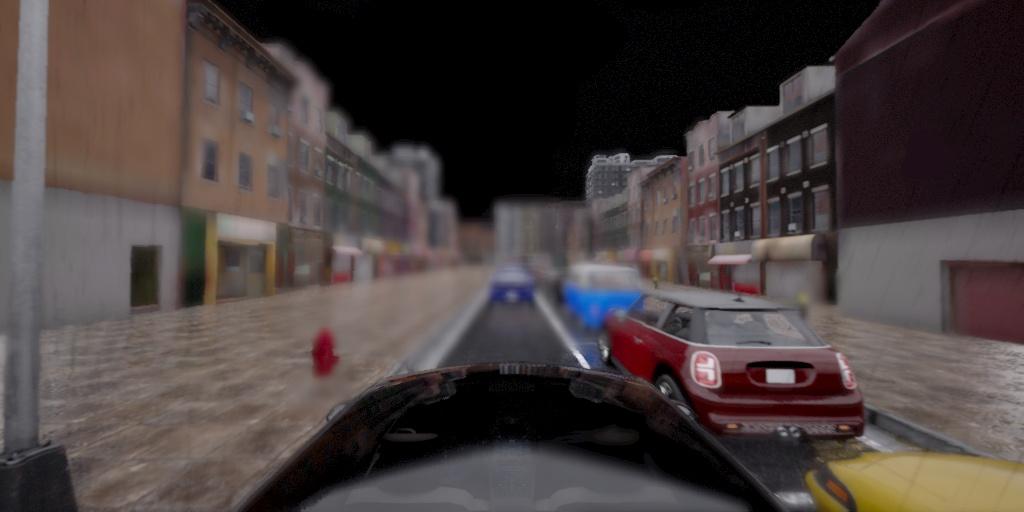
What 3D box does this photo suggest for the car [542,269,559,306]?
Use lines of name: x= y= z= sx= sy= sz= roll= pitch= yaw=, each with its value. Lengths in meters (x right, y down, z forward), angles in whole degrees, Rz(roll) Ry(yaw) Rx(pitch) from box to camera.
car: x=2.642 y=1.477 z=16.477 sx=1.948 sy=1.339 sz=4.313 roll=0 pitch=0 yaw=0

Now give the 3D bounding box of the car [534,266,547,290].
car: x=2.643 y=1.525 z=21.979 sx=2.007 sy=1.370 sz=4.403 roll=0 pitch=0 yaw=0

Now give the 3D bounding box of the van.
van: x=2.642 y=1.191 z=10.973 sx=1.690 sy=1.789 sz=3.998 roll=0 pitch=0 yaw=0

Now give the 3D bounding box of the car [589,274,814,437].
car: x=2.641 y=1.230 z=5.471 sx=1.967 sy=1.591 sz=4.097 roll=0 pitch=0 yaw=0

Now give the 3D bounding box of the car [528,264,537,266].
car: x=2.644 y=1.685 z=32.986 sx=1.802 sy=1.307 sz=4.207 roll=0 pitch=0 yaw=0

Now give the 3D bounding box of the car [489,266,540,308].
car: x=0.030 y=1.384 z=16.110 sx=1.882 sy=1.535 sz=5.008 roll=0 pitch=0 yaw=0

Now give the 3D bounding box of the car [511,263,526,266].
car: x=0.032 y=1.558 z=31.101 sx=1.882 sy=1.535 sz=5.008 roll=0 pitch=0 yaw=0

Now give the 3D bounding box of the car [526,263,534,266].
car: x=2.644 y=1.750 z=38.489 sx=1.802 sy=1.307 sz=4.207 roll=0 pitch=0 yaw=0

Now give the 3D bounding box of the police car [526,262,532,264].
police car: x=2.757 y=1.778 z=53.545 sx=1.930 sy=1.638 sz=5.238 roll=0 pitch=-1 yaw=0

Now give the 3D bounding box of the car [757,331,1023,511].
car: x=2.641 y=1.257 z=0.138 sx=1.751 sy=1.417 sz=4.829 roll=0 pitch=0 yaw=0
